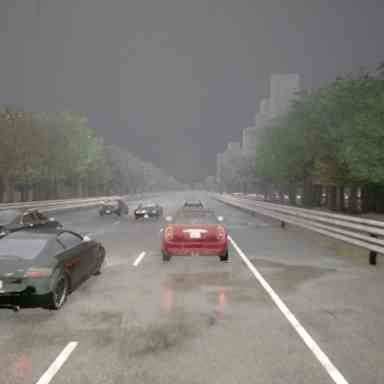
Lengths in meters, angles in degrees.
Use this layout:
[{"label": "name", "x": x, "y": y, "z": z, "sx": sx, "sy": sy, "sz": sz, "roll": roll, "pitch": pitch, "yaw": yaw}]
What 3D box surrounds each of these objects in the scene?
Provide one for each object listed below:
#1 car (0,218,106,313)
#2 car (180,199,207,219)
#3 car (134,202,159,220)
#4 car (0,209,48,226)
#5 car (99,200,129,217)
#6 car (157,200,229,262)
[{"label": "car", "x": -3.413, "y": 1.539, "z": 7.708, "sx": 1.994, "sy": 1.385, "sz": 4.181, "roll": 0, "pitch": 0, "yaw": 0}, {"label": "car", "x": 0.112, "y": 1.388, "z": 28.533, "sx": 2.128, "sy": 1.511, "sz": 4.902, "roll": 0, "pitch": 0, "yaw": 0}, {"label": "car", "x": -3.390, "y": 1.503, "z": 26.975, "sx": 1.895, "sy": 1.301, "sz": 4.718, "roll": 0, "pitch": 0, "yaw": 0}, {"label": "car", "x": -6.898, "y": 1.459, "z": 13.419, "sx": 1.837, "sy": 1.490, "sz": 4.892, "roll": 0, "pitch": 0, "yaw": 0}, {"label": "car", "x": -6.887, "y": 1.417, "z": 29.535, "sx": 1.812, "sy": 1.442, "sz": 4.674, "roll": 0, "pitch": 0, "yaw": 0}, {"label": "car", "x": 0.099, "y": 1.311, "z": 12.140, "sx": 2.097, "sy": 1.767, "sz": 4.553, "roll": 0, "pitch": 0, "yaw": 0}]
